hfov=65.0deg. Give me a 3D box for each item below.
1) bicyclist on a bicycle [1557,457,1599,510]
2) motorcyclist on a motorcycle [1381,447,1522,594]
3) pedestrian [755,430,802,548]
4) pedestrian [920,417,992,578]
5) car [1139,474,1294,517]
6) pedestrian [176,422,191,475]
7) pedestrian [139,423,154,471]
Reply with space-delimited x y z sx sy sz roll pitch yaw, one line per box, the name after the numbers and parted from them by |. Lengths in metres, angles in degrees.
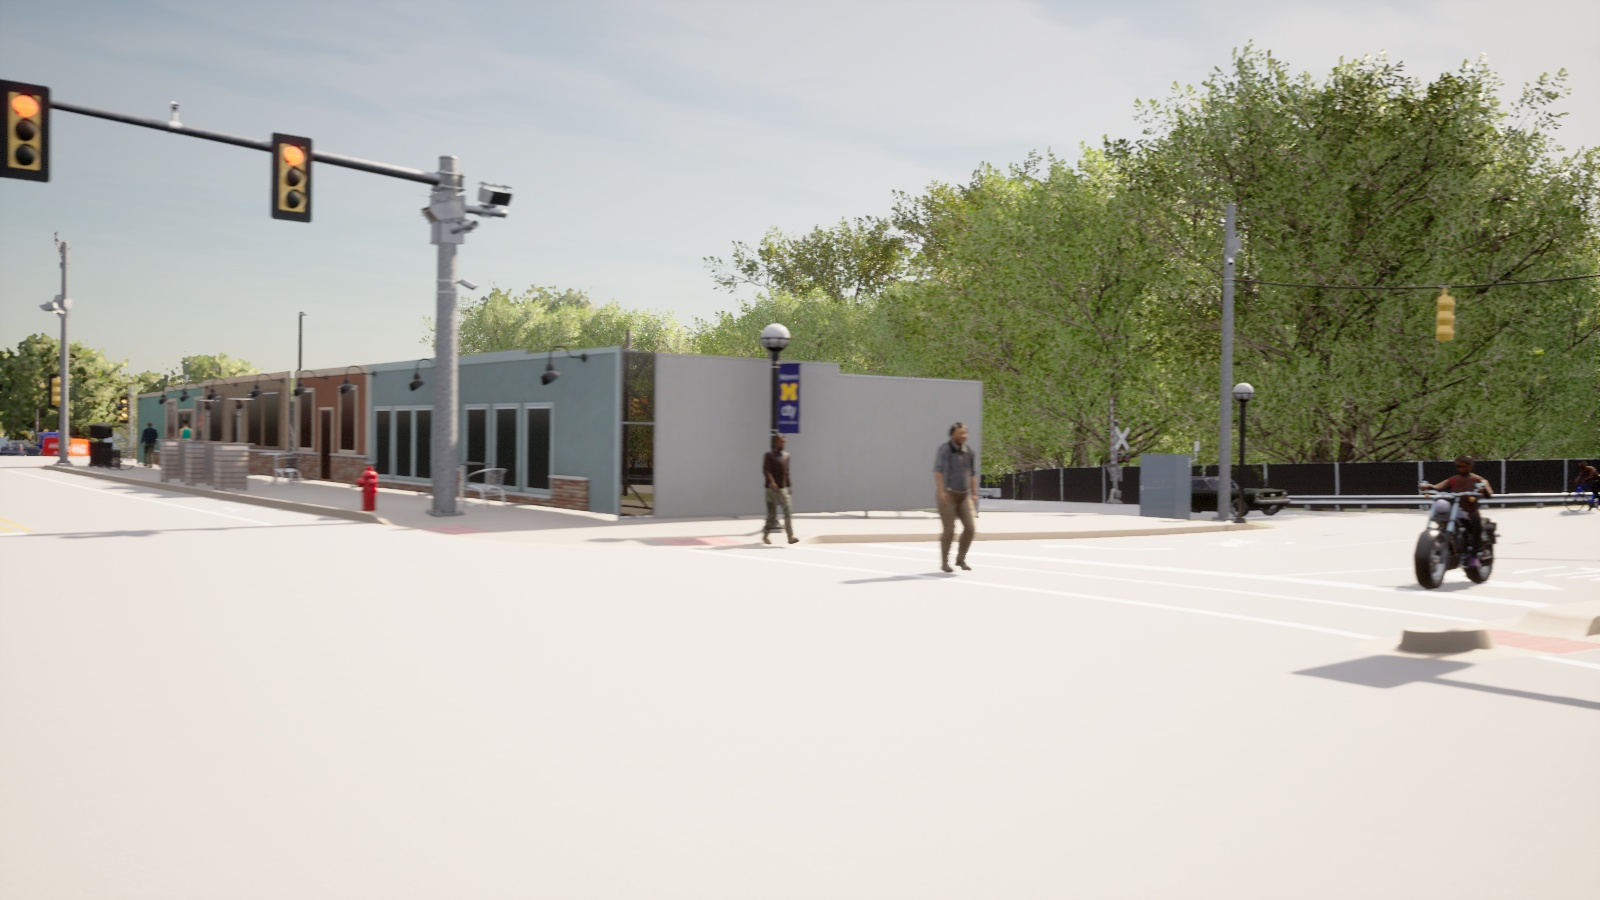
25.190 1.073 40.138 1.656 1.620 0.582 -2 1 -6 | bicyclist on a bicycle
7.943 0.827 15.248 2.350 1.649 0.766 2 -1 -44 | motorcyclist on a motorcycle
-0.350 0.607 20.083 0.431 1.840 0.703 0 1 -31 | pedestrian
1.837 0.537 14.838 0.540 1.848 0.694 0 1 -23 | pedestrian
13.859 1.484 42.041 1.895 1.301 4.718 -1 0 -35 | car
-21.348 -0.062 43.475 0.345 1.836 0.594 0 1 -38 | pedestrian
-25.281 -0.134 48.580 0.402 1.842 0.726 0 1 -38 | pedestrian
